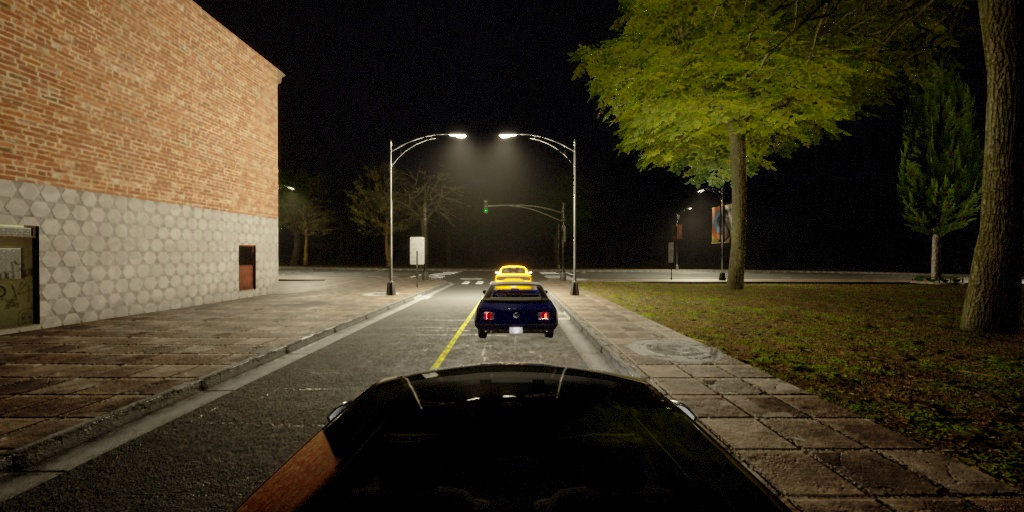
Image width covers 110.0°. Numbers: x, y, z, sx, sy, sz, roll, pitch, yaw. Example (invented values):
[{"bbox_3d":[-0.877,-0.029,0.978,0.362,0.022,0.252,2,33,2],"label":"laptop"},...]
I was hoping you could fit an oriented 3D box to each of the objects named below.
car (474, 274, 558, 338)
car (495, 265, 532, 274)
[{"bbox_3d":[0.094,1.356,10.141,1.895,1.301,4.718,0,0,0],"label":"car"},{"bbox_3d":[0.091,1.254,19.504,1.882,1.535,5.008,0,0,1],"label":"car"}]
